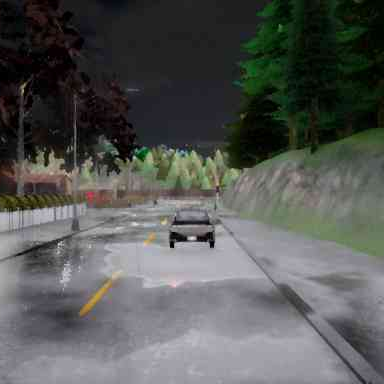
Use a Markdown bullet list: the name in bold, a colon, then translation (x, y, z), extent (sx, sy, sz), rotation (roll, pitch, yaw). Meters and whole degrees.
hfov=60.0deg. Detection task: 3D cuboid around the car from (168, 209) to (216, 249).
- **car**: translation (0.000, 1.494, 14.650), extent (2.128, 1.511, 4.902), rotation (0, 0, 0)
